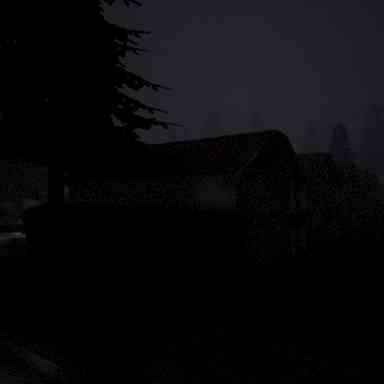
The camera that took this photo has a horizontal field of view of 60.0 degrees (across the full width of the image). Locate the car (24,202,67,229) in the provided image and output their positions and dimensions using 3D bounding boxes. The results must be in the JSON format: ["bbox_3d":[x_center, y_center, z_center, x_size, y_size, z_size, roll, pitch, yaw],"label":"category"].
[{"bbox_3d":[-9.437,1.864,23.760,2.097,1.767,4.553,-1,-1,36],"label":"car"}]
